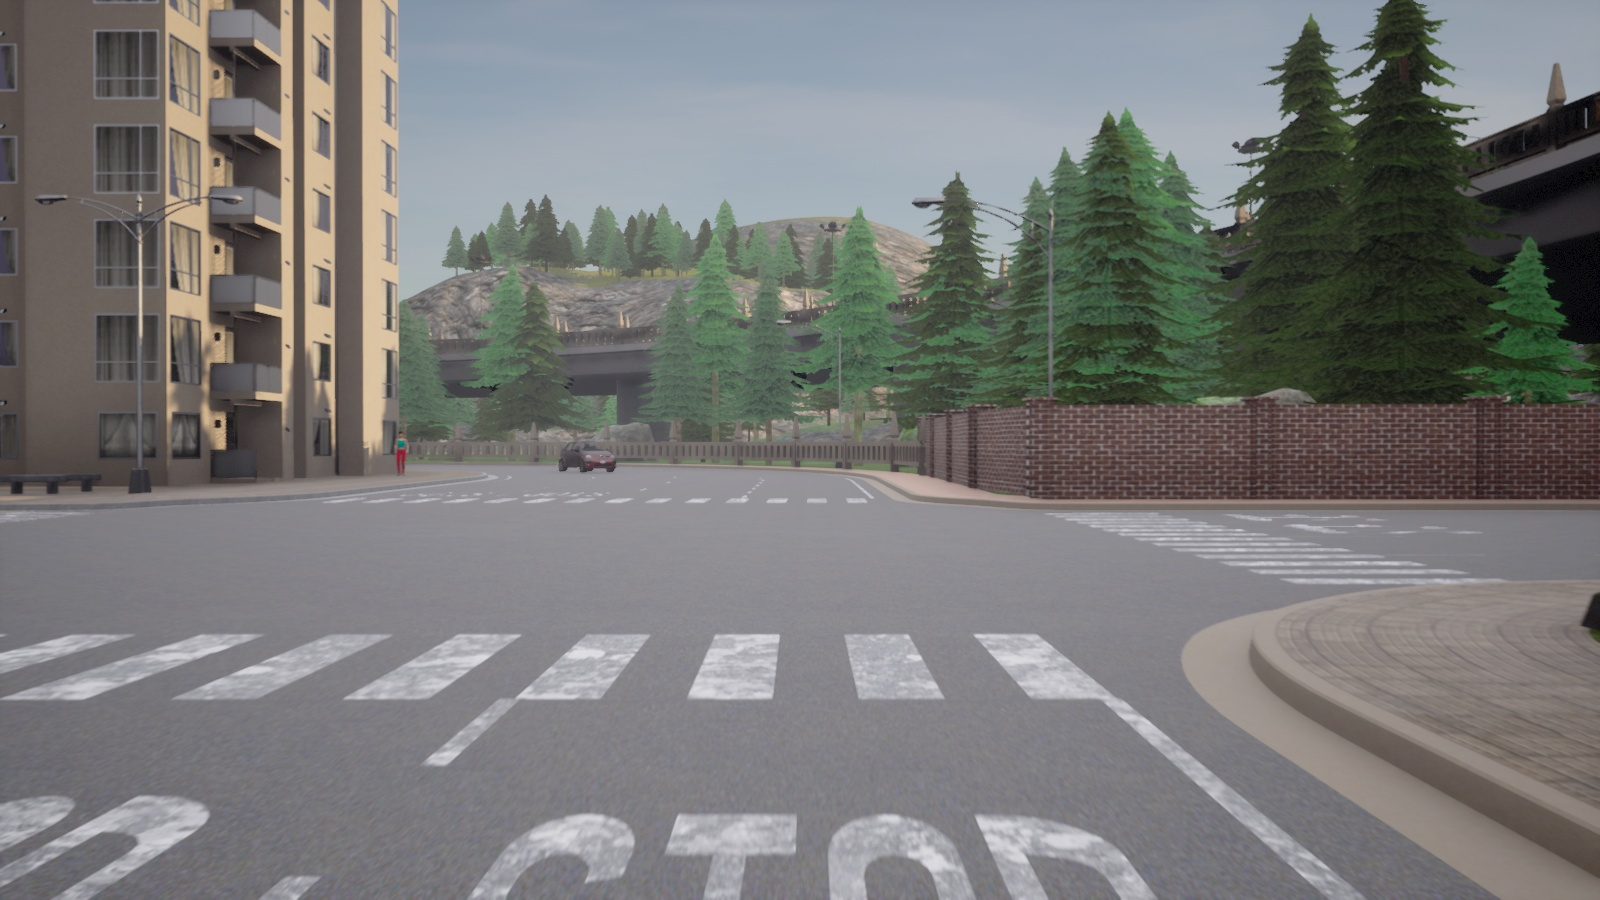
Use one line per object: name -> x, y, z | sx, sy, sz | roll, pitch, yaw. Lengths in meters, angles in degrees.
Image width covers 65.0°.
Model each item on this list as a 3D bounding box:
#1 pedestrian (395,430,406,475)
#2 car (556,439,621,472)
pedestrian -> -16.176, 0.101, 50.822 | 0.345, 1.836, 0.594 | 0, 0, -10
car -> -10.800, 0.276, 63.868 | 1.851, 1.617, 3.988 | 0, 0, -32
